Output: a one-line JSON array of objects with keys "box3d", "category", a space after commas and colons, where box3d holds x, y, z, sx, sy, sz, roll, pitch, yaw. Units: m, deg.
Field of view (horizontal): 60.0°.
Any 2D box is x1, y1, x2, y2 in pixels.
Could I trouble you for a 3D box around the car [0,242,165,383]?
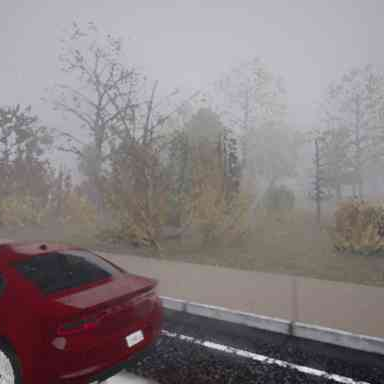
[{"box3d": [-2.754, 1.506, 5.012, 5.008, 1.535, 1.882, -1, 0, 31], "category": "car"}]
